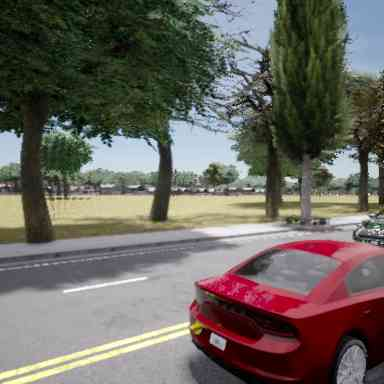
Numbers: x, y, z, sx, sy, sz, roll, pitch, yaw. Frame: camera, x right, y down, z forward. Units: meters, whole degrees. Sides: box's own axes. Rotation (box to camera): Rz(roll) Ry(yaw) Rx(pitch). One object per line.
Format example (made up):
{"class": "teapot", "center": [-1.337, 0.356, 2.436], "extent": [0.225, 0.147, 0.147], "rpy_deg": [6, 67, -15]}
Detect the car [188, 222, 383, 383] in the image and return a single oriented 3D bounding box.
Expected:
{"class": "car", "center": [2.295, 1.479, 5.076], "extent": [5.008, 1.535, 1.882], "rpy_deg": [0, 0, -36]}

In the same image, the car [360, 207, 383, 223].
{"class": "car", "center": [8.667, 1.355, 13.789], "extent": [4.553, 1.767, 2.097], "rpy_deg": [0, 0, -35]}
